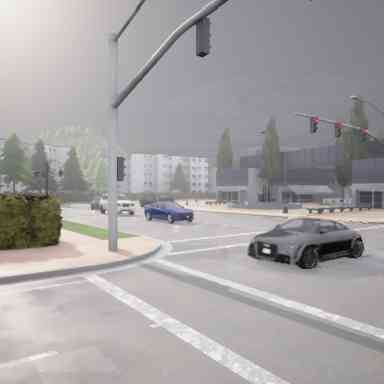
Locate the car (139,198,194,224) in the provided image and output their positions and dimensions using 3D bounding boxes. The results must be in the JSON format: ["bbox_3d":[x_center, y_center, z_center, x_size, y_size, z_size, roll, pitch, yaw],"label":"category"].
[{"bbox_3d":[-1.815,1.478,25.359,1.882,1.535,5.008,0,0,-37],"label":"car"}]

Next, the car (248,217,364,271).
[{"bbox_3d":[3.833,1.564,11.028,4.181,1.385,1.994,0,0,-36],"label":"car"}]

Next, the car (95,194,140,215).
[{"bbox_3d":[-7.624,1.221,33.538,2.150,2.045,5.566,0,0,-32],"label":"car"}]

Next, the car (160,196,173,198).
[{"bbox_3d":[-5.250,1.477,69.690,1.882,1.535,5.008,0,0,20],"label":"car"}]

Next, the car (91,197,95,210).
[{"bbox_3d":[-11.939,1.352,42.924,2.097,1.767,4.553,0,0,-17],"label":"car"}]

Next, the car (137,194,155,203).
[{"bbox_3d":[-9.312,1.352,68.117,2.097,1.767,4.553,0,0,15],"label":"car"}]

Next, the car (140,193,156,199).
[{"bbox_3d":[-6.587,1.221,49.926,2.150,2.045,5.566,0,0,-12],"label":"car"}]
